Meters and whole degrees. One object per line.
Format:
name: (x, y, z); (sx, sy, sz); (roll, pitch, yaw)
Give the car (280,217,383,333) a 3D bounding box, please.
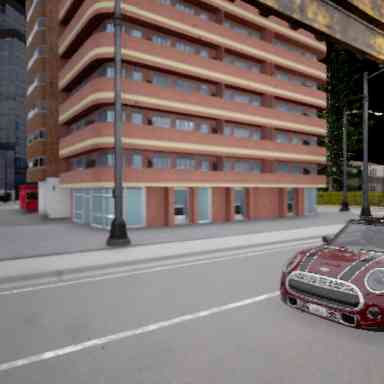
car: (3.889, 1.335, 6.764); (4.553, 1.767, 2.097); (0, 0, -35)
